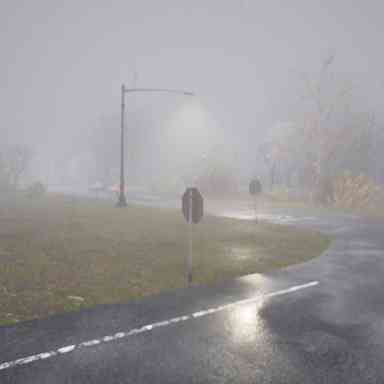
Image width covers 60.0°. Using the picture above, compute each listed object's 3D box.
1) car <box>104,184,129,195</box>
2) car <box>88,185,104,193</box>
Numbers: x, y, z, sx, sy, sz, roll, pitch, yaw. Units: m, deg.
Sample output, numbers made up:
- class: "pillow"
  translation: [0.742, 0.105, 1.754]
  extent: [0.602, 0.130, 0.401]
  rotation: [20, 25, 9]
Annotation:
- class: "car"
  translation: [-11.643, -0.413, 52.256]
  extent: [2.097, 1.767, 4.553]
  rotation: [0, 2, -36]
- class: "car"
  translation: [-17.236, -0.597, 60.091]
  extent: [1.882, 1.535, 5.008]
  rotation: [0, 2, -36]
